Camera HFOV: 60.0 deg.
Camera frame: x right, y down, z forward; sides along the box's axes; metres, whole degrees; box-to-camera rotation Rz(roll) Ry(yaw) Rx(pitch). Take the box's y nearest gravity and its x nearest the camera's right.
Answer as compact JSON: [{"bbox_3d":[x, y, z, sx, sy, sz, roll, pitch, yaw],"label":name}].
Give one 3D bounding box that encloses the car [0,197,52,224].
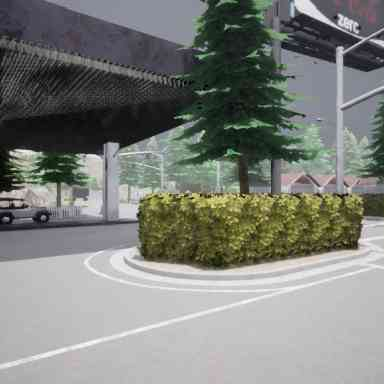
[{"bbox_3d":[-12.055,1.314,23.423,3.866,1.878,1.905,0,0,-36],"label":"car"}]
